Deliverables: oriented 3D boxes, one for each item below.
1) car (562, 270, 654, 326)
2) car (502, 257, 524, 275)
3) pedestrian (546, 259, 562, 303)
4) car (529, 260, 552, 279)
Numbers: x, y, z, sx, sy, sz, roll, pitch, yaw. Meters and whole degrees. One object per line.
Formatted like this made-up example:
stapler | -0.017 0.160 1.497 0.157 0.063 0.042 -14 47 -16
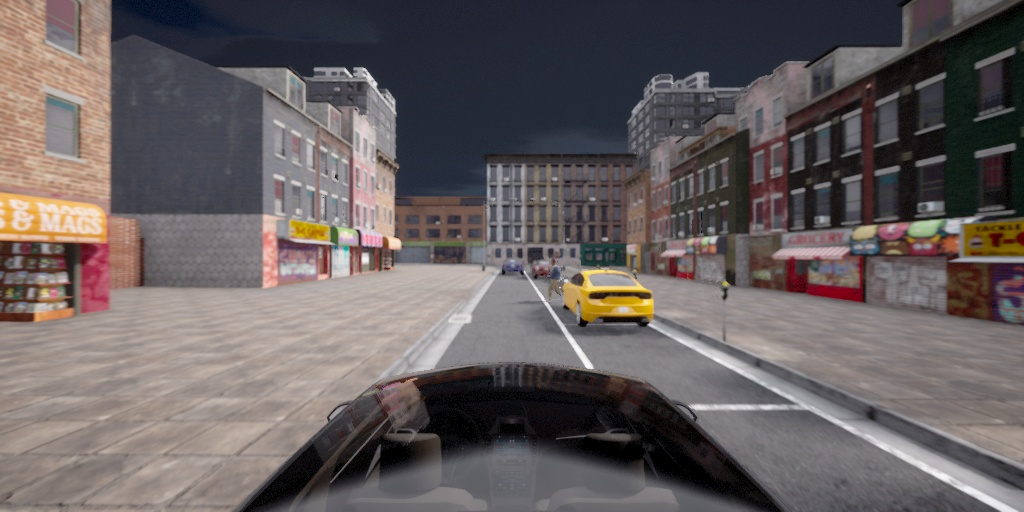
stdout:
car | 2.752 1.160 11.326 1.882 1.535 5.008 0 0 0
car | 0.082 0.877 35.014 2.097 1.767 4.553 0 0 0
pedestrian | 1.681 0.955 14.336 0.375 1.860 0.375 0 0 0
car | 2.645 1.000 29.515 1.967 1.591 4.097 0 0 0
